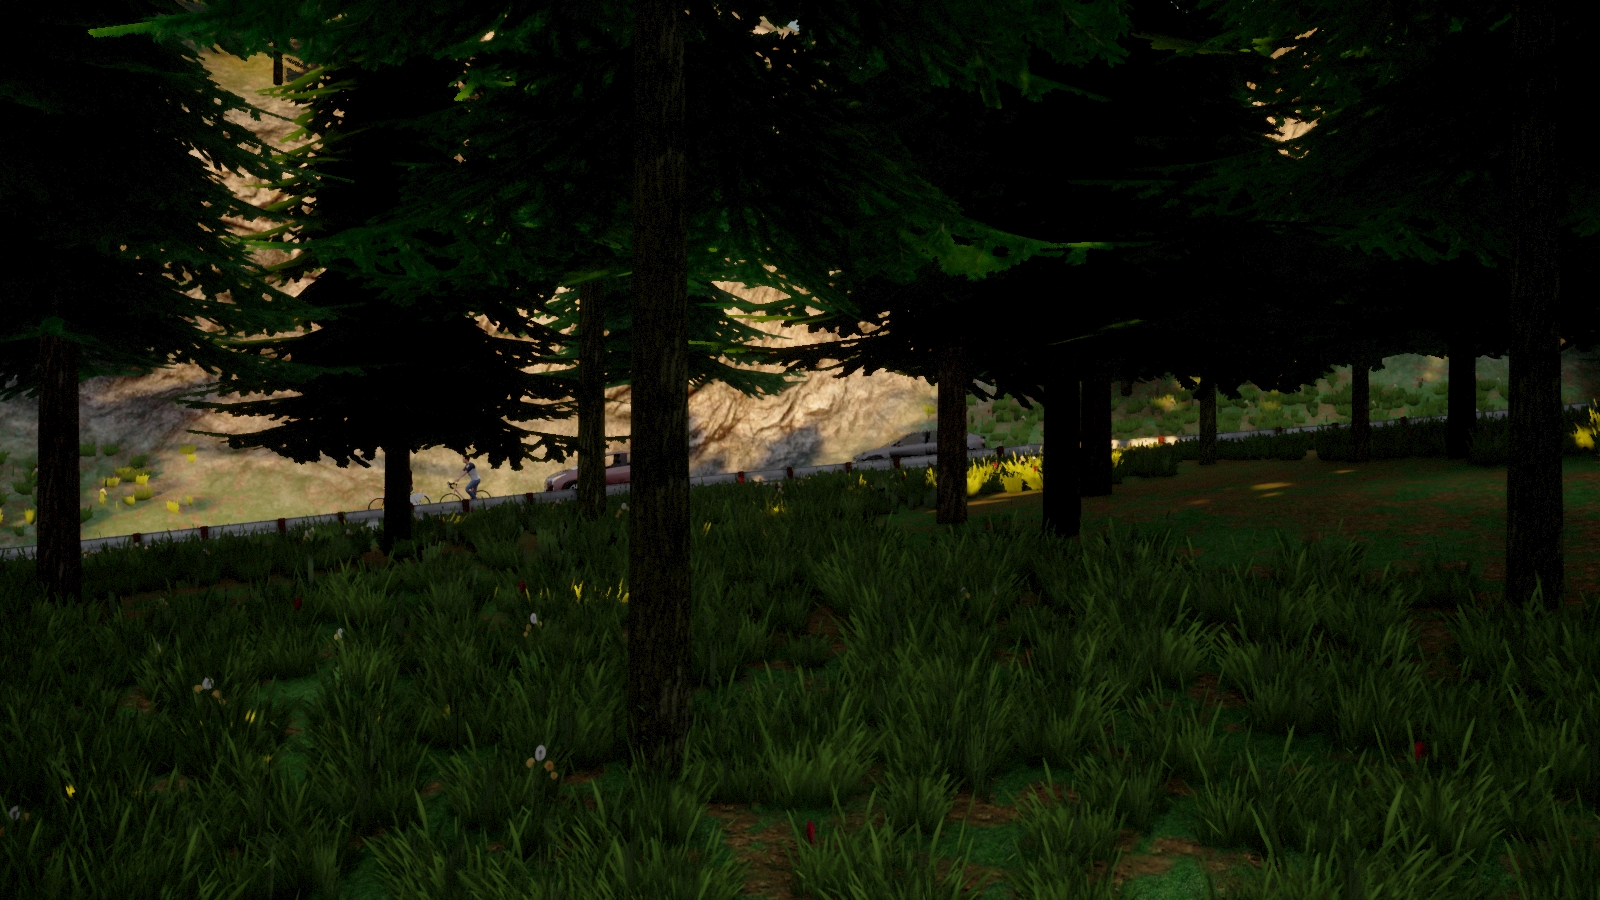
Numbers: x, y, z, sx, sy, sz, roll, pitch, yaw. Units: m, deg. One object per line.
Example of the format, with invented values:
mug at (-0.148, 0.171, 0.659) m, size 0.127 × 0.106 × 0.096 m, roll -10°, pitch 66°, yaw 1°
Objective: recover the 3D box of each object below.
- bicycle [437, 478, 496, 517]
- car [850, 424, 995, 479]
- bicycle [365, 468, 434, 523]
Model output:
bicycle at (-10.252, 1.440, 35.171) m, size 1.643 × 1.024 × 0.373 m, roll -5°, pitch 3°, yaw -36°
car at (4.232, 0.050, 40.036) m, size 4.792 × 1.488 × 2.163 m, roll -4°, pitch 0°, yaw 2°
bicycle at (-12.076, 1.355, 34.489) m, size 1.835 × 1.471 × 0.329 m, roll -5°, pitch 2°, yaw -29°
